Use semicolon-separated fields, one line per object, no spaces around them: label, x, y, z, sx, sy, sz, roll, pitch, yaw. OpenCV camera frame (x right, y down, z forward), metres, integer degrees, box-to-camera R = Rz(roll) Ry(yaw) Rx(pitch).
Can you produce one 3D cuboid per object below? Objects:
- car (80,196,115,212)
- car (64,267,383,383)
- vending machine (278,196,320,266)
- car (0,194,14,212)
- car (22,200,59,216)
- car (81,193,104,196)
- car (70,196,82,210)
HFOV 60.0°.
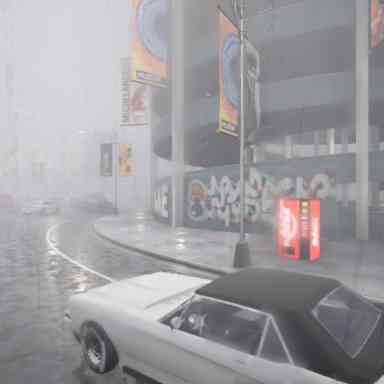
car;-10.426;1.526;37.858;1.812;1.442;4.674;0;0;12
car;0.557;1.601;3.843;4.718;1.301;1.895;0;0;38
vending machine;3.482;1.195;10.820;0.880;2.100;1.100;0;0;45
car;-21.696;1.221;35.823;2.150;2.045;5.566;0;0;8
car;-14.753;1.526;32.541;1.812;1.442;4.674;0;0;3
car;-14.696;1.221;47.442;2.150;2.045;5.566;0;0;25
car;-12.879;1.547;42.358;2.033;1.411;5.357;0;0;20
